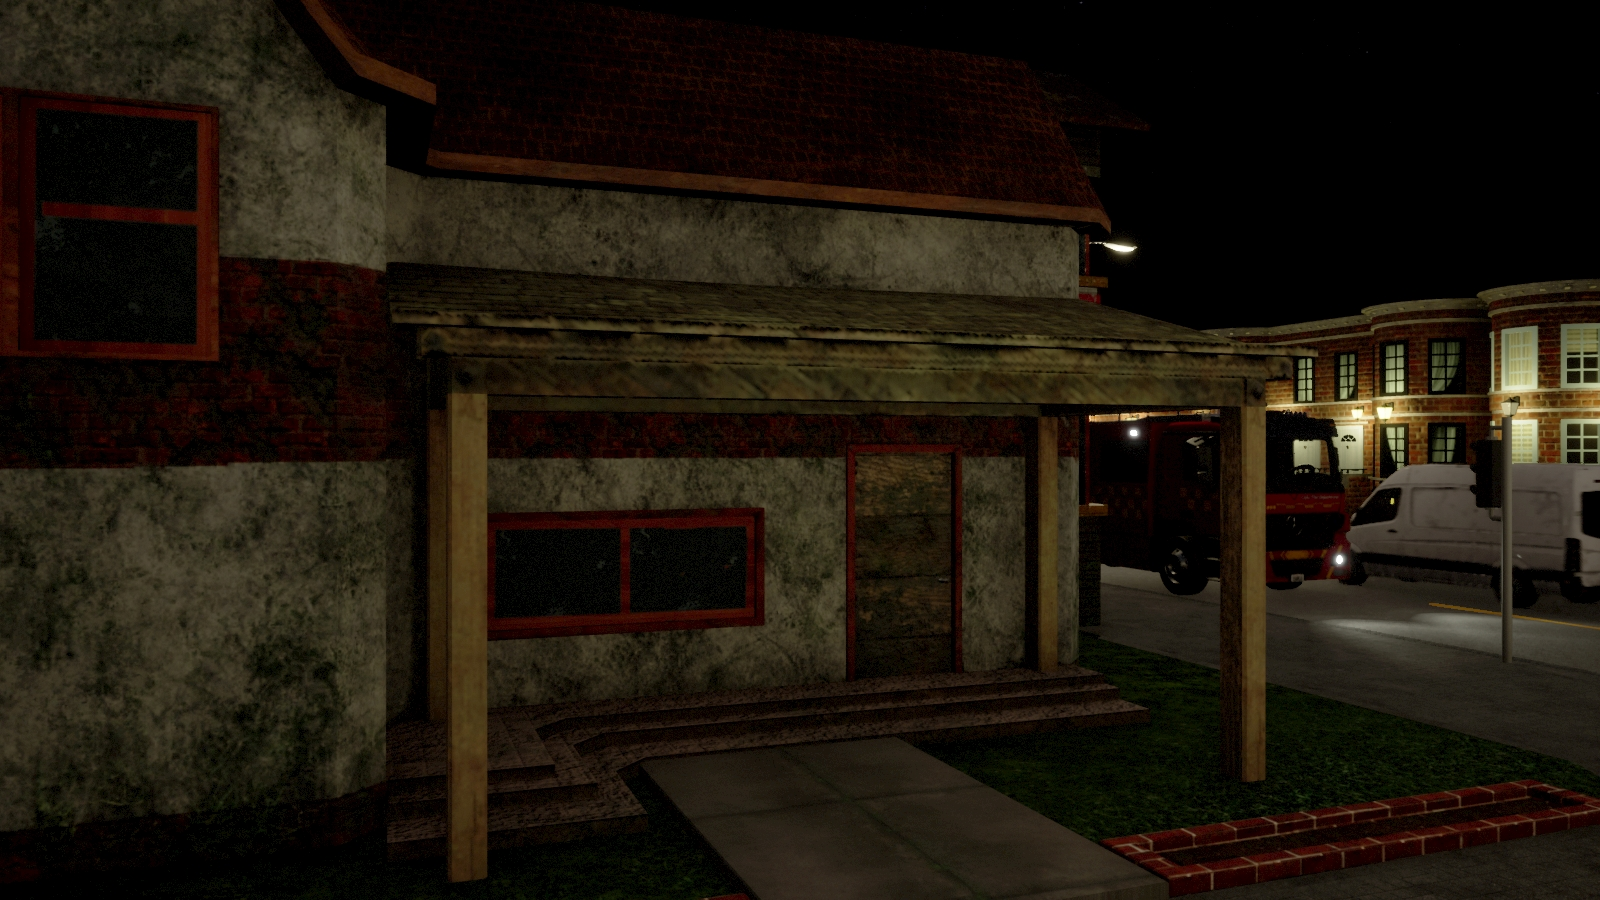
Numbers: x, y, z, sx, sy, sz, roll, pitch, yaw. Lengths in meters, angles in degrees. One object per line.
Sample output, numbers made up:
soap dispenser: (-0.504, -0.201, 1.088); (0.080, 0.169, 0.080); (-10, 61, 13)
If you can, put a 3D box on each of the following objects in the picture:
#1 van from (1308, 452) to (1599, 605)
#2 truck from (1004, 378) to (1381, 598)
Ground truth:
van: (12.918, 1.314, 22.201); (1.988, 2.561, 5.915); (0, 0, -20)
truck: (7.818, 0.671, 24.410); (2.891, 3.827, 8.468); (0, 0, -20)
